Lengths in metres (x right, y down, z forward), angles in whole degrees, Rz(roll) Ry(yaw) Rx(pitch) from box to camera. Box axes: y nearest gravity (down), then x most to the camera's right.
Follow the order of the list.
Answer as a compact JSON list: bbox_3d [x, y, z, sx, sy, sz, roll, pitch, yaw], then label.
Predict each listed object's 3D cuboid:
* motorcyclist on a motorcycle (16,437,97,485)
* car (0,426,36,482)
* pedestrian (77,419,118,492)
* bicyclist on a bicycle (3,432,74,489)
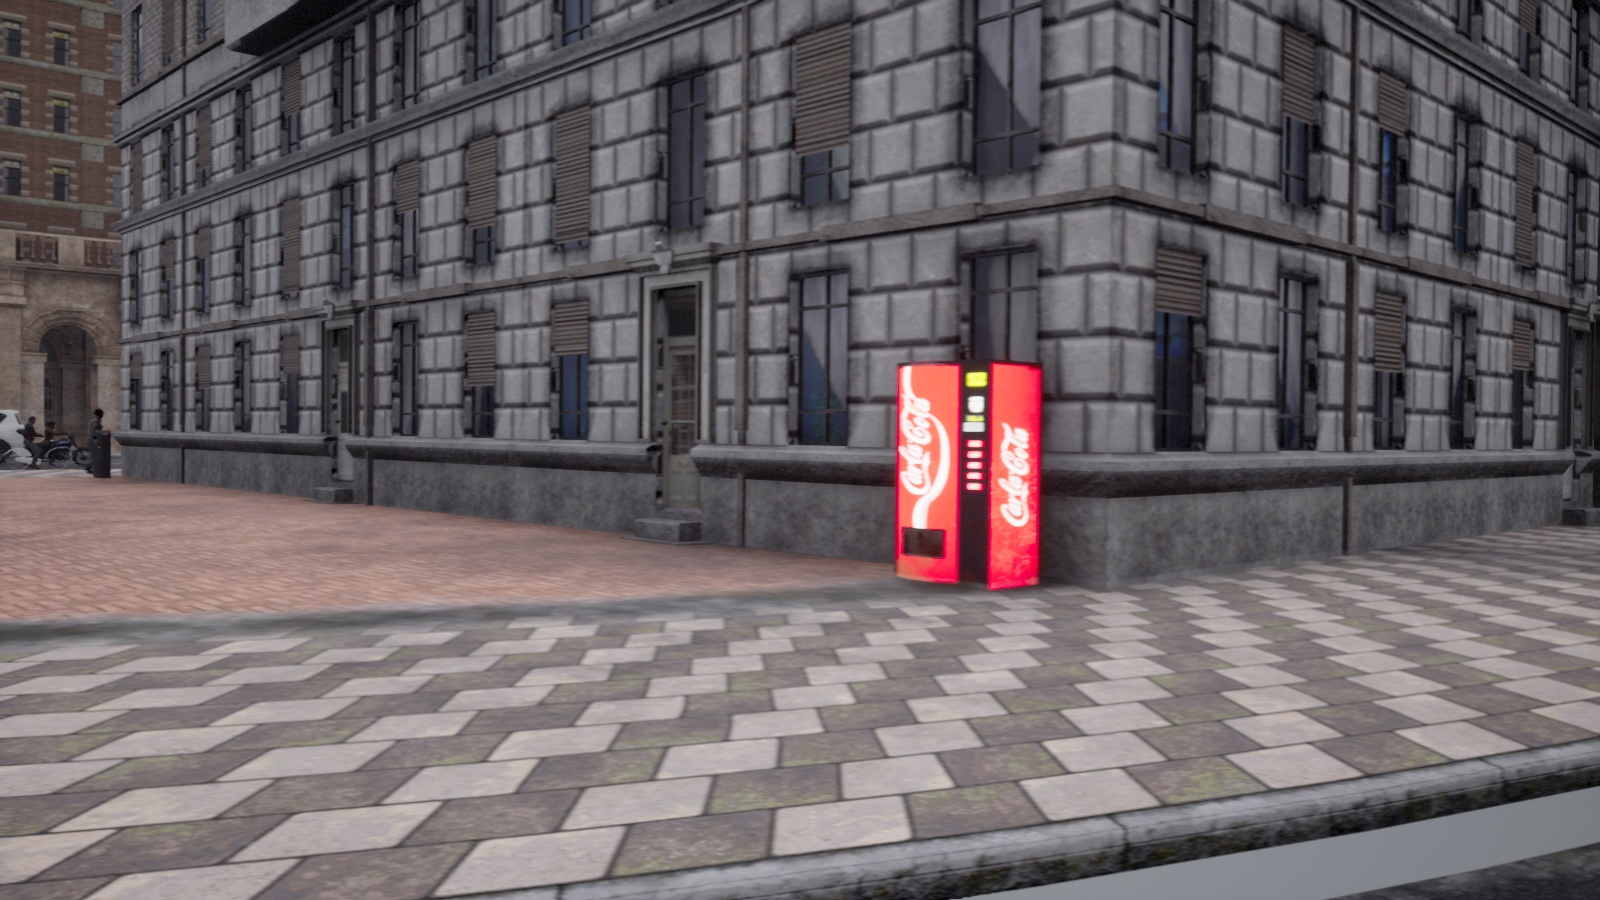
[{"bbox_3d":[-26.244,0.364,44.358,2.350,1.649,0.766,-1,1,-43],"label":"motorcyclist on a motorcycle"},{"bbox_3d":[-30.795,0.175,44.889,5.566,2.045,2.150,-1,1,-43],"label":"car"},{"bbox_3d":[-19.118,0.146,34.182,0.873,1.952,0.659,-1,1,-34],"label":"pedestrian"},{"bbox_3d":[-24.809,0.321,40.908,1.843,1.776,0.659,-2,1,-43],"label":"bicyclist on a bicycle"}]
